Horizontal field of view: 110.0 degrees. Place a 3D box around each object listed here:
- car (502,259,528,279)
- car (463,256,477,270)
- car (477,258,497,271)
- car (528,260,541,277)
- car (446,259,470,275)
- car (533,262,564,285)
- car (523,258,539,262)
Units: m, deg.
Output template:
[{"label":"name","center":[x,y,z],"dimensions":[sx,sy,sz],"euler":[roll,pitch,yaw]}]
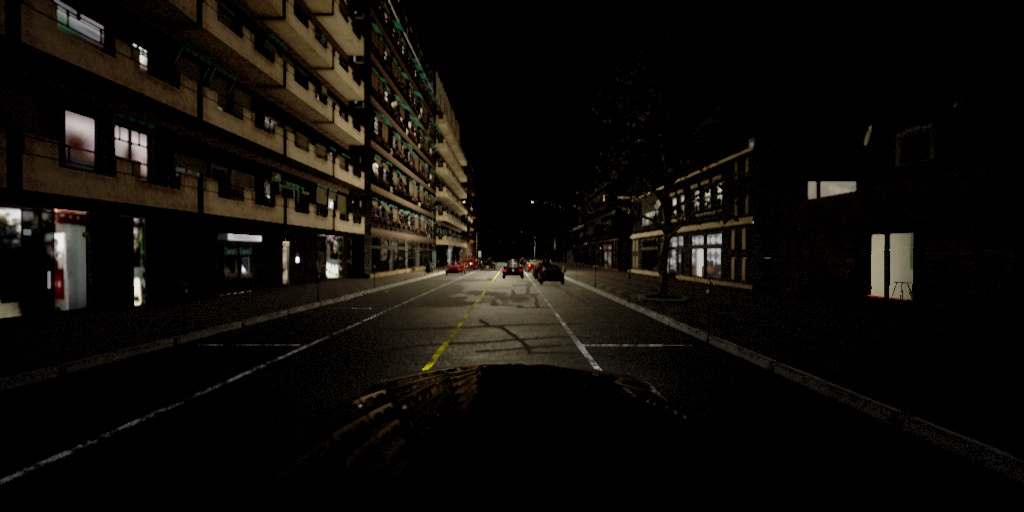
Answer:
[{"label":"car","center":[0.098,1.225,31.855],"dimensions":[2.033,1.411,5.357],"euler":[0,0,0]},{"label":"car","center":[-5.683,0.964,48.172],"dimensions":[2.192,1.841,5.009],"euler":[0,0,0]},{"label":"car","center":[-3.082,1.155,47.290],"dimensions":[1.837,1.490,4.892],"euler":[0,0,0]},{"label":"car","center":[2.695,1.244,31.078],"dimensions":[1.948,1.339,4.313],"euler":[0,0,0]},{"label":"car","center":[-5.685,1.250,36.779],"dimensions":[1.802,1.307,4.207],"euler":[0,0,0]},{"label":"car","center":[2.694,1.272,25.381],"dimensions":[1.802,1.307,4.207],"euler":[0,0,0]},{"label":"car","center":[2.696,1.098,42.471],"dimensions":[1.967,1.591,4.097],"euler":[0,0,0]}]
